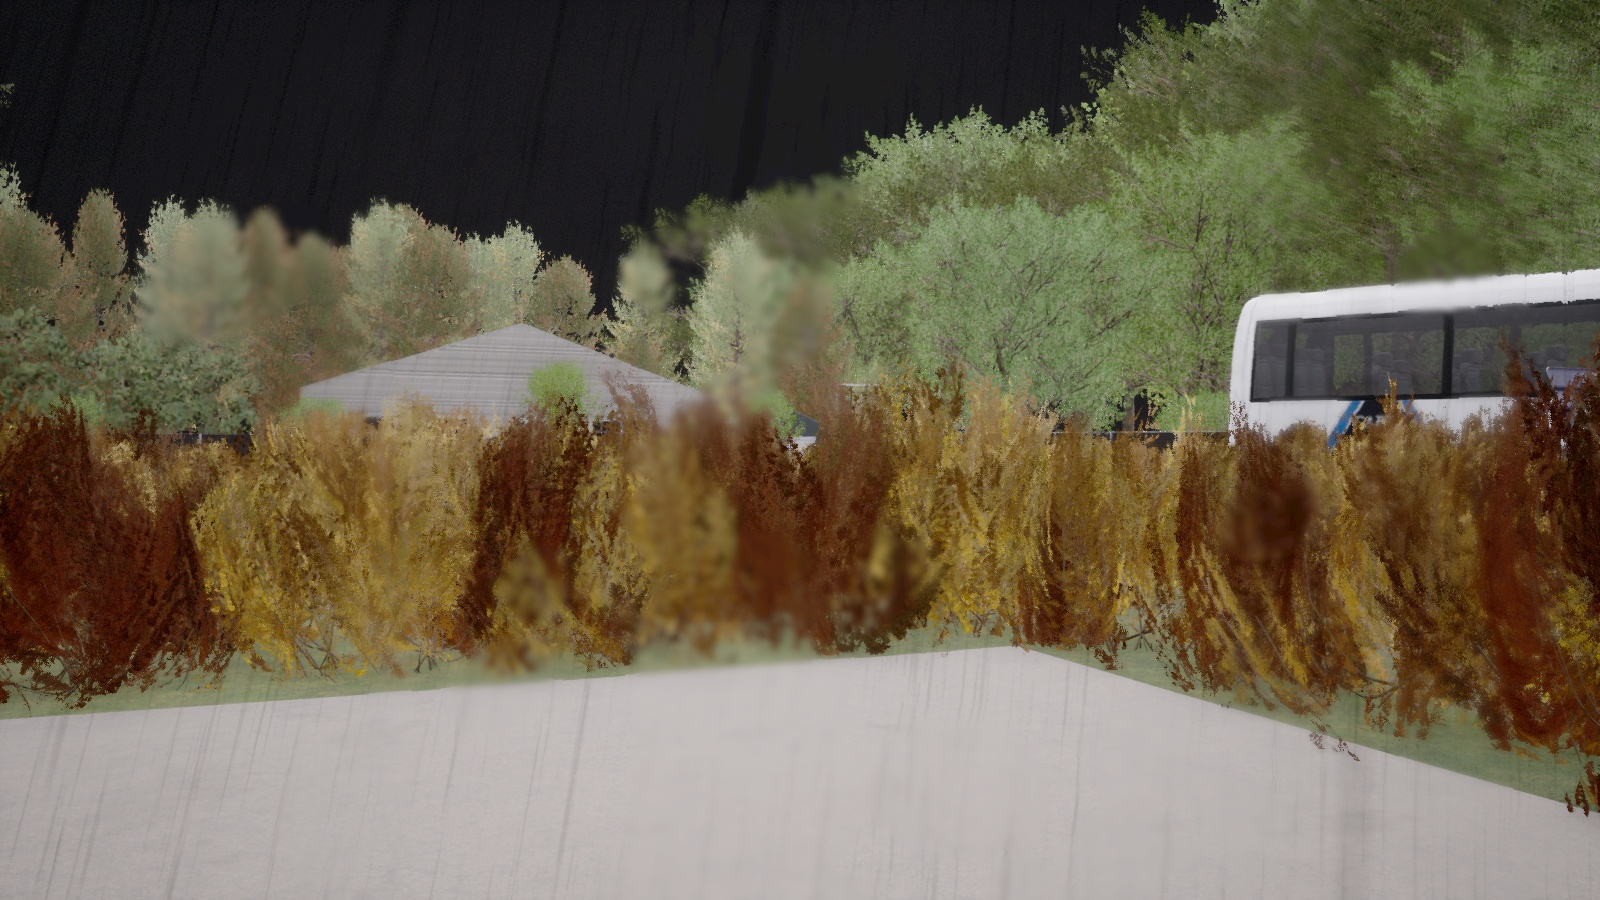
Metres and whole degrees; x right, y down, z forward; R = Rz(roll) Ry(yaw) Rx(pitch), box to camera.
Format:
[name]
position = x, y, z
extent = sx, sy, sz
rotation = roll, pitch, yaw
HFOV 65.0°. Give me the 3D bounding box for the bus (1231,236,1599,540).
[bus]
position = 12.394, -0.897, 19.224
extent = 3.944, 4.253, 10.273
rotation = -1, 1, -42
